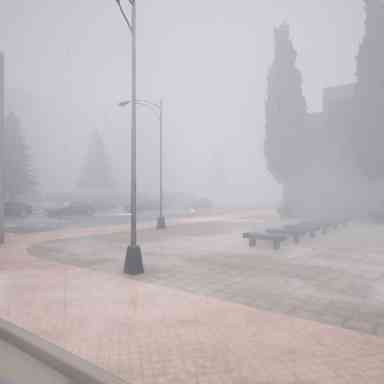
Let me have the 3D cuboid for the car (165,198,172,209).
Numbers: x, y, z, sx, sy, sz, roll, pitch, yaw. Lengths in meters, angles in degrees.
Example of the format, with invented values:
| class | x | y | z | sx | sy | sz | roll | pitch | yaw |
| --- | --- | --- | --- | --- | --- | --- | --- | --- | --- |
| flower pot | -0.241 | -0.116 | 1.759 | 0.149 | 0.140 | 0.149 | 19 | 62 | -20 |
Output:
| class | x | y | z | sx | sy | sz | roll | pitch | yaw |
| --- | --- | --- | --- | --- | --- | --- | --- | --- | --- |
| car | -4.688 | 1.505 | 43.390 | 1.837 | 1.490 | 4.892 | 0 | 0 | 38 |

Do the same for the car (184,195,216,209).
| class | x | y | z | sx | sy | sz | roll | pitch | yaw |
| --- | --- | --- | --- | --- | --- | --- | --- | --- | --- |
| car | 0.873 | 1.505 | 44.860 | 1.837 | 1.490 | 4.892 | 0 | 0 | 38 |

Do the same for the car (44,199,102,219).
| class | x | y | z | sx | sy | sz | roll | pitch | yaw |
| --- | --- | --- | --- | --- | --- | --- | --- | --- | --- |
| car | -10.774 | 1.526 | 29.736 | 1.812 | 1.442 | 4.674 | 0 | 0 | 37 |

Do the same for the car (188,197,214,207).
| class | x | y | z | sx | sy | sz | roll | pitch | yaw |
| --- | --- | --- | --- | --- | --- | --- | --- | --- | --- |
| car | 1.464 | 1.564 | 51.329 | 1.994 | 1.385 | 4.181 | 0 | 0 | 38 |

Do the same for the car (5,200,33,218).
| class | x | y | z | sx | sy | sz | roll | pitch | yaw |
| --- | --- | --- | --- | --- | --- | --- | --- | --- | --- |
| car | -16.239 | 1.505 | 28.491 | 1.837 | 1.490 | 4.892 | 0 | 0 | 39 |

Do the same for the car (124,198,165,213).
| class | x | y | z | sx | sy | sz | roll | pitch | yaw |
| --- | --- | --- | --- | --- | --- | --- | --- | --- | --- |
| car | -5.469 | 1.564 | 36.640 | 1.994 | 1.385 | 4.181 | 0 | 0 | 38 |

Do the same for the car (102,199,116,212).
| class | x | y | z | sx | sy | sz | roll | pitch | yaw |
| --- | --- | --- | --- | --- | --- | --- | --- | --- | --- |
| car | -10.454 | 1.491 | 35.918 | 2.128 | 1.511 | 4.902 | 0 | 0 | 38 |

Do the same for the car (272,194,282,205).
| class | x | y | z | sx | sy | sz | roll | pitch | yaw |
| --- | --- | --- | --- | --- | --- | --- | --- | --- | --- |
| car | 16.371 | 1.564 | 58.933 | 1.994 | 1.385 | 4.181 | 0 | 0 | 38 |
